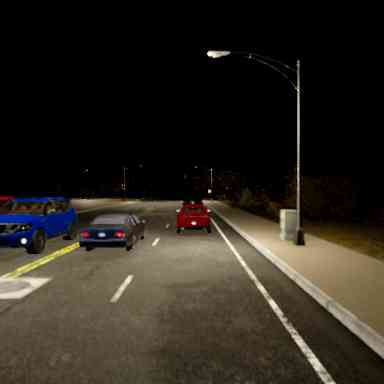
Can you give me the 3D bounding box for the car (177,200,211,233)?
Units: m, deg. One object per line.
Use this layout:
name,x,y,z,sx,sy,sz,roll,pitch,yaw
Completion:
car,0.095,1.489,19.923,1.882,1.535,5.008,0,0,0

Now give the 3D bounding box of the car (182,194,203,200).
car,0.087,1.242,37.303,2.150,2.045,5.566,0,0,0

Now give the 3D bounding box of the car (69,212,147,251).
car,-3.154,1.555,14.153,2.033,1.411,5.357,0,0,0

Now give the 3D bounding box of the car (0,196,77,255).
car,-6.519,1.234,13.683,2.150,2.045,5.566,0,0,0
